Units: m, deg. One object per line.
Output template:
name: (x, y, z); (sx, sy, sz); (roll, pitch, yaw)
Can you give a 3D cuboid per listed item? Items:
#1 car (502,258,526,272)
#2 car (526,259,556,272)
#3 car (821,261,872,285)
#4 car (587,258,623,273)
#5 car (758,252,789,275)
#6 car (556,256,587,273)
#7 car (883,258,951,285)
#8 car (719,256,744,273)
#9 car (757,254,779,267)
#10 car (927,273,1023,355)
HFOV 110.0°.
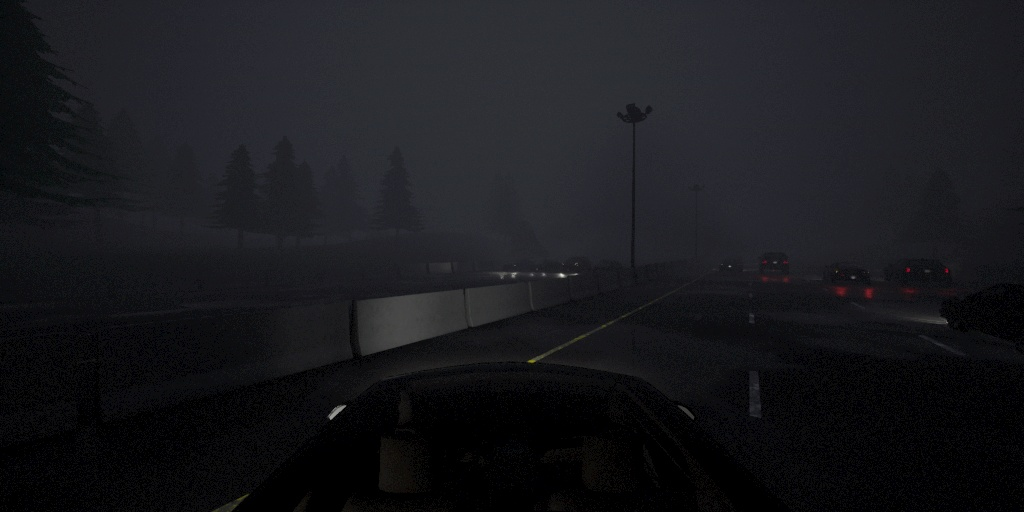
car: (0.781, 0.977, 42.289); (1.882, 1.535, 5.008); (0, 1, 34)
car: (3.949, 1.095, 40.727); (1.895, 1.301, 4.718); (0, 1, 34)
car: (22.586, 1.085, 24.286); (1.812, 1.442, 4.674); (0, 1, 34)
car: (9.984, 1.049, 37.156); (2.033, 1.411, 5.357); (0, 1, 34)
car: (24.997, 0.629, 34.291); (2.150, 2.045, 5.566); (0, 1, 33)
car: (7.049, 0.843, 39.065); (2.097, 1.767, 4.553); (0, 1, 34)
car: (26.083, 0.899, 23.252); (2.097, 1.767, 4.553); (0, 1, 34)
car: (22.464, 0.956, 36.808); (1.994, 1.385, 4.181); (0, 1, 34)
car: (33.242, 0.584, 46.735); (2.128, 1.511, 4.902); (0, 1, 33)
car: (11.586, 1.283, 7.693); (2.033, 1.411, 5.357); (0, 0, 34)
